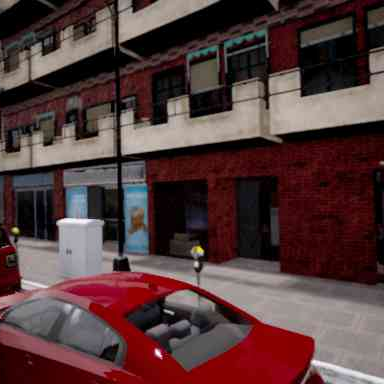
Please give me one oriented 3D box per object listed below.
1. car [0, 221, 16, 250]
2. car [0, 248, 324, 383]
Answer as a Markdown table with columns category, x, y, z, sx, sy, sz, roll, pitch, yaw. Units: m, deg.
| category | x | y | z | sx | sy | sz | roll | pitch | yaw |
| --- | --- | --- | --- | --- | --- | --- | --- | --- | --- |
| car | -5.498 | 1.394 | 6.821 | 5.009 | 1.841 | 2.192 | -1 | -1 | 36 |
| car | -0.989 | 1.571 | 3.598 | 4.507 | 1.381 | 1.887 | -1 | -1 | 36 |
